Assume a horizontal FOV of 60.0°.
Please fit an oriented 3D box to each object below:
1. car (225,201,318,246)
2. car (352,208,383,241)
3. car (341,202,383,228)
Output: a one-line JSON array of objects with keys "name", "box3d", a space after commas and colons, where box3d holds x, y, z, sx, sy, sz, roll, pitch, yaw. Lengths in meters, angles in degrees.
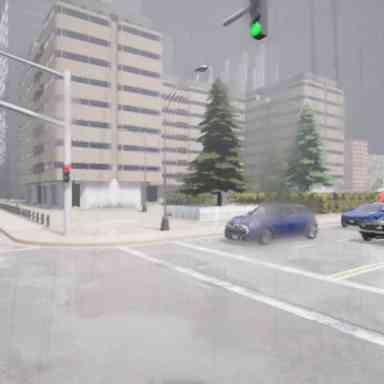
[{"name": "car", "box3d": [3.676, 1.312, 15.264, 4.553, 1.767, 2.097, 0, 0, -34]}, {"name": "car", "box3d": [9.571, 1.545, 15.070, 4.718, 1.301, 1.895, 0, 0, -35]}, {"name": "car", "box3d": [11.160, 1.407, 20.504, 5.008, 1.535, 1.882, 0, 0, -35]}]
